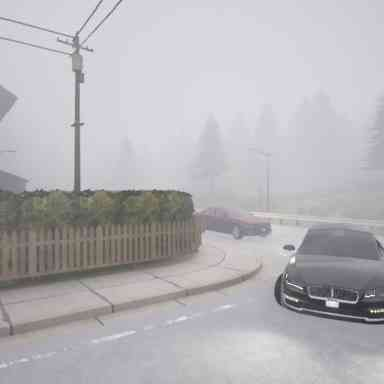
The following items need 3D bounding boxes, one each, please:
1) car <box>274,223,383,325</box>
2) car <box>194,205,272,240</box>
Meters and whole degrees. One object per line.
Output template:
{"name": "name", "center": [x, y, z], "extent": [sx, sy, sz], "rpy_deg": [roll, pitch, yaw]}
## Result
{"name": "car", "center": [3.281, 1.505, 7.384], "extent": [1.837, 1.490, 4.892], "rpy_deg": [0, 0, 27]}
{"name": "car", "center": [1.985, 1.478, 17.520], "extent": [1.882, 1.535, 5.008], "rpy_deg": [0, 0, -33]}
